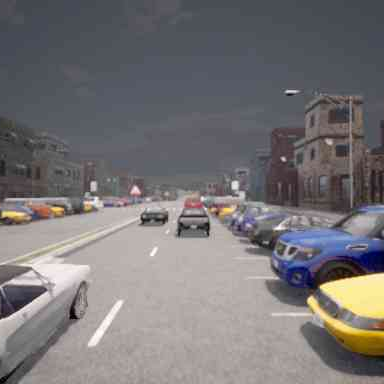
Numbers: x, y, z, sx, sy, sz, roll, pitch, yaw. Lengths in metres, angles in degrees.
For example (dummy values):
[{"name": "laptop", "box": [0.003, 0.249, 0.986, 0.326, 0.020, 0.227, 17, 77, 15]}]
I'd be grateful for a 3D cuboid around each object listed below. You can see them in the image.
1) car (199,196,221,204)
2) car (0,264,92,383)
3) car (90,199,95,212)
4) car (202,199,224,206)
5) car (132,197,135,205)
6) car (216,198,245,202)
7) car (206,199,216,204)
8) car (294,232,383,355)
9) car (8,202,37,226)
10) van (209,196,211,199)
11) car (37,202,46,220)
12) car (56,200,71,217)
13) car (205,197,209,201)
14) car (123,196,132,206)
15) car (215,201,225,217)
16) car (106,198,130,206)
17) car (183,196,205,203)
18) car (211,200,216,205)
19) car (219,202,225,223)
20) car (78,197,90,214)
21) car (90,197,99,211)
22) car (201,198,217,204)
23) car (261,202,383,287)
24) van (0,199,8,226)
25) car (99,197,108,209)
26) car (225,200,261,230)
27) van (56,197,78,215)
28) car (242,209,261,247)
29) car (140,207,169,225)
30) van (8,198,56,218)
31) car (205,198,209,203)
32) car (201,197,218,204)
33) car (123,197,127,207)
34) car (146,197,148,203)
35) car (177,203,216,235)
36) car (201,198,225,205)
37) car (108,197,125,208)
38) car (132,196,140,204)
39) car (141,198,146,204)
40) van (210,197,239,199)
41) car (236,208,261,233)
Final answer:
[{"name": "car", "box": [4.783, 2.172, 88.222, 5.566, 2.045, 2.435, 0, -1, 0]}, {"name": "car", "box": [-2.901, 1.638, 4.503, 1.895, 1.301, 4.718, 0, 0, 0]}, {"name": "car", "box": [-15.519, 1.953, 42.308, 5.008, 1.535, 2.097, 0, -1, 0]}, {"name": "car", "box": [4.742, 2.301, 74.324, 4.792, 1.488, 2.163, 0, -1, 0]}, {"name": "car", "box": [-15.549, 2.307, 72.388, 4.674, 1.452, 2.002, 0, -1, 0]}, {"name": "car", "box": [4.736, 1.649, 29.865, 4.553, 1.767, 2.185, 0, -1, 0]}, {"name": "car", "box": [4.519, 1.838, 35.421, 5.366, 1.575, 1.946, 0, -1, 0]}, {"name": "car", "box": [4.524, 1.518, 4.853, 5.366, 1.575, 1.946, 0, 0, 0]}, {"name": "car", "box": [-15.323, 1.747, 25.639, 5.366, 1.575, 1.946, 0, -1, 0]}, {"name": "van", "box": [4.820, 1.713, 43.761, 4.442, 1.987, 1.878, 0, -1, 0]}, {"name": "car", "box": [-15.508, 1.823, 28.396, 4.674, 1.452, 2.002, 0, -1, 0]}, {"name": "car", "box": [-15.521, 1.850, 33.911, 5.008, 1.535, 2.097, 0, -1, 0]}, {"name": "car", "box": [4.672, 2.124, 57.655, 4.792, 1.488, 2.163, 0, -1, 0]}, {"name": "car", "box": [-15.519, 1.966, 67.006, 5.566, 2.045, 2.435, 0, -1, 0]}, {"name": "car", "box": [4.701, 1.743, 27.082, 5.008, 1.535, 2.097, 0, -1, 0]}, {"name": "car", "box": [-15.518, 2.117, 69.762, 4.553, 1.767, 2.185, 0, -1, 0]}, {"name": "car", "box": [0.119, 1.624, 40.262, 2.150, 2.045, 5.566, 1, 0, -1]}, {"name": "car", "box": [4.699, 1.808, 32.642, 5.008, 1.535, 2.097, 0, -1, 0]}, {"name": "car", "box": [4.712, 1.712, 24.305, 4.892, 1.521, 2.231, 0, -1, 0]}, {"name": "car", "box": [-15.550, 1.667, 39.429, 5.566, 2.045, 2.435, 0, -1, 0]}, {"name": "car", "box": [-15.557, 1.860, 45.067, 4.553, 1.767, 2.185, 0, -1, 0]}, {"name": "car", "box": [4.769, 2.532, 93.901, 4.674, 1.452, 2.002, 0, -1, 0]}, {"name": "car", "box": [4.680, 1.293, 7.634, 5.566, 2.045, 2.435, 0, -1, 0]}, {"name": "van", "box": [-15.622, 1.492, 22.883, 4.442, 1.987, 1.878, 0, -1, 0]}, {"name": "car", "box": [-15.557, 1.766, 47.703, 5.566, 2.045, 2.435, 0, -1, 0]}, {"name": "car", "box": [4.675, 1.555, 21.529, 4.553, 1.767, 2.185, 0, -1, 0]}, {"name": "van", "box": [-15.402, 1.658, 36.671, 4.442, 1.987, 1.878, 0, -1, 0]}, {"name": "car", "box": [4.702, 1.596, 13.189, 4.892, 1.521, 2.231, 0, -1, 0]}, {"name": "car", "box": [-2.905, 1.859, 26.751, 1.895, 1.301, 4.718, 0, -1, 0]}, {"name": "van", "box": [-15.630, 1.590, 31.156, 4.442, 1.987, 1.878, 0, -1, 0]}, {"name": "car", "box": [4.696, 1.971, 46.538, 4.892, 1.521, 2.231, 0, -1, 0]}, {"name": "car", "box": [4.795, 2.332, 91.033, 4.553, 1.767, 2.185, 0, -1, 0]}, {"name": "car", "box": [-15.547, 2.231, 64.245, 4.674, 1.452, 2.002, 0, -1, 0]}, {"name": "car", "box": [-15.756, 2.457, 91.817, 5.366, 1.575, 1.946, 0, -1, 0]}, {"name": "car", "box": [0.097, 1.677, 20.168, 2.128, 1.511, 4.902, 0, -1, 0]}, {"name": "car", "box": [4.907, 2.298, 77.102, 5.366, 1.575, 1.946, 0, -1, 0]}, {"name": "car", "box": [-15.513, 2.194, 61.487, 4.792, 1.488, 2.163, 0, -1, 0]}, {"name": "car", "box": [-15.552, 2.318, 78.034, 5.008, 1.535, 2.097, 0, -1, 0]}, {"name": "car", "box": [-15.537, 2.148, 86.308, 5.566, 2.045, 2.435, 0, -1, 0]}, {"name": "van", "box": [4.820, 1.681, 40.982, 4.442, 1.987, 1.878, 0, -1, 0]}, {"name": "car", "box": [4.705, 1.662, 15.968, 4.674, 1.452, 2.002, 0, -1, 0]}]
